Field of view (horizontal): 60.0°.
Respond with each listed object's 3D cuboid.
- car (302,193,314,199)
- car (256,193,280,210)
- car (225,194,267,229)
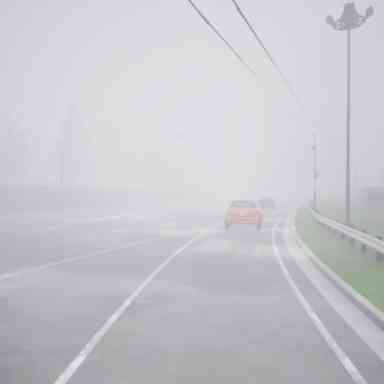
[{"bbox_3d":[31.562,1.049,89.896,1.812,1.442,4.674,0,0,25],"label":"car"},{"bbox_3d":[8.808,1.258,39.074,1.882,1.535,5.008,0,0,19],"label":"car"},{"bbox_3d":[3.355,1.230,20.799,2.097,1.767,4.553,0,0,14],"label":"car"}]
